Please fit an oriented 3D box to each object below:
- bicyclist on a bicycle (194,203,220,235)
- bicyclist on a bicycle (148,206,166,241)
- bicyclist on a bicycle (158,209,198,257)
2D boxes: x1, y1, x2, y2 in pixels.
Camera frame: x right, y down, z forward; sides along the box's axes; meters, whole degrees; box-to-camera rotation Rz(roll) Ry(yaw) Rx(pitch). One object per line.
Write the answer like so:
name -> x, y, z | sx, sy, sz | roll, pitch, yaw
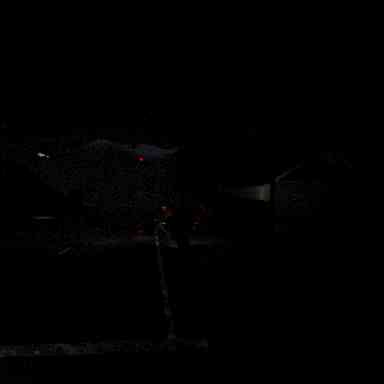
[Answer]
bicyclist on a bicycle -> 0.606, 1.359, 16.562 | 1.656, 1.620, 0.582 | 1, -1, -5
bicyclist on a bicycle -> -1.184, 1.465, 15.358 | 1.656, 1.620, 0.582 | 1, -1, -10
bicyclist on a bicycle -> -0.418, 1.399, 11.539 | 0.582, 1.620, 1.656 | -19, -4, 9
